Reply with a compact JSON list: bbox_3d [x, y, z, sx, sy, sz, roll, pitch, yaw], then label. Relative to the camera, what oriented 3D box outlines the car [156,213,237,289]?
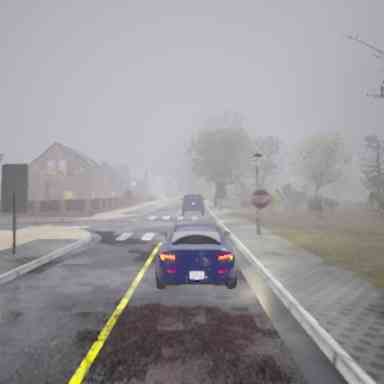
[{"bbox_3d":[0.097,1.502,8.944,1.812,1.442,4.674,0,0,0],"label":"car"}]

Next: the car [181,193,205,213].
[{"bbox_3d":[0.114,1.155,33.154,2.150,2.045,5.566,0,0,0],"label":"car"}]
